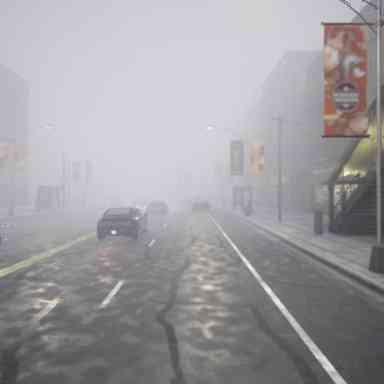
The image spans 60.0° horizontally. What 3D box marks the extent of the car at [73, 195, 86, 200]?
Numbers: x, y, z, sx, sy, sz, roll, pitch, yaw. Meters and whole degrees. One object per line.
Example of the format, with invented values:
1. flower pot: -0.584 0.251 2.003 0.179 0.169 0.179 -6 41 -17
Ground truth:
1. car: -29.359 1.494 88.142 4.674 1.452 2.002 0 0 20

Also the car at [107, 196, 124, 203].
1. car: -11.836 1.475 52.233 2.128 1.511 4.902 0 0 -15

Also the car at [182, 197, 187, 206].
1. car: -0.361 1.506 55.116 1.812 1.442 4.674 0 0 -15

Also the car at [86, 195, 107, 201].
1. car: -22.657 1.330 81.820 5.357 1.411 2.033 0 0 27

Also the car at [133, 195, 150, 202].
1. car: -8.087 1.547 51.456 1.994 1.385 4.181 0 0 -11

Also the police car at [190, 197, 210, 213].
1. police car: 1.006 1.411 37.752 1.930 1.638 5.238 0 0 0

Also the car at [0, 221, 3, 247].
1. car: -7.109 1.220 8.325 2.150 2.045 5.566 0 0 0

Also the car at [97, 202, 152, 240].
1. car: -3.418 1.499 16.936 1.837 1.490 4.892 0 0 0

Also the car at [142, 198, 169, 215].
1. car: -3.439 1.552 33.400 1.994 1.385 4.181 0 0 0

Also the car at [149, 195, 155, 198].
1. car: -10.878 1.316 72.653 2.128 1.511 4.902 0 0 -43

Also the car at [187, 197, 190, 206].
1. car: 0.817 1.438 48.374 1.801 1.575 5.366 0 0 -5
